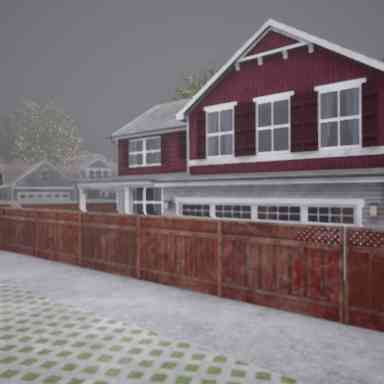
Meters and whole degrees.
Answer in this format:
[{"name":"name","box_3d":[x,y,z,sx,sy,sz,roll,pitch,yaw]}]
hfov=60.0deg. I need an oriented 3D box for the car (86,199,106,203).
[{"name":"car","box_3d":[-10.307,1.480,32.437,4.553,1.767,2.097,0,0,-35]}]
